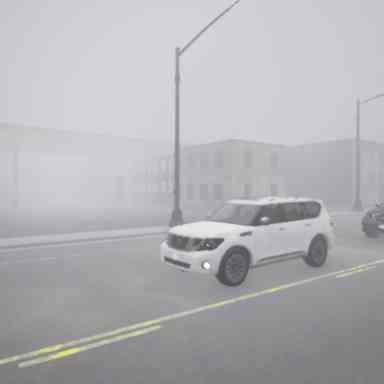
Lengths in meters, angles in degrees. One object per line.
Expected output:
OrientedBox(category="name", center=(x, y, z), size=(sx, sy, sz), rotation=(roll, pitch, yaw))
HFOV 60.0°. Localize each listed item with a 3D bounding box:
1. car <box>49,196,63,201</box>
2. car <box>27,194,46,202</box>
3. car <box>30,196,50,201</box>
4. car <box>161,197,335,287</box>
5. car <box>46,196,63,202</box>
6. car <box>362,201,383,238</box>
OrientedBox(category="car", center=(-32.380, 1.496, 79.401), size=(1.853, 1.218, 4.536), rotation=(0, 0, -5))
OrientedBox(category="car", center=(-36.106, 1.640, 79.267), size=(4.974, 1.542, 2.038), rotation=(0, 0, 25))
OrientedBox(category="car", center=(-36.153, 1.482, 79.289), size=(4.536, 1.218, 1.853), rotation=(0, 0, 25))
OrientedBox(category="car", center=(1.843, 1.180, 9.617), size=(5.566, 2.045, 2.150), rotation=(-1, 0, -36))
OrientedBox(category="car", center=(-32.375, 1.654, 79.349), size=(2.038, 1.542, 4.974), rotation=(0, 0, -5))
OrientedBox(category="car", center=(10.290, 1.078, 15.662), size=(5.566, 2.045, 2.150), rotation=(-1, 1, -35))
